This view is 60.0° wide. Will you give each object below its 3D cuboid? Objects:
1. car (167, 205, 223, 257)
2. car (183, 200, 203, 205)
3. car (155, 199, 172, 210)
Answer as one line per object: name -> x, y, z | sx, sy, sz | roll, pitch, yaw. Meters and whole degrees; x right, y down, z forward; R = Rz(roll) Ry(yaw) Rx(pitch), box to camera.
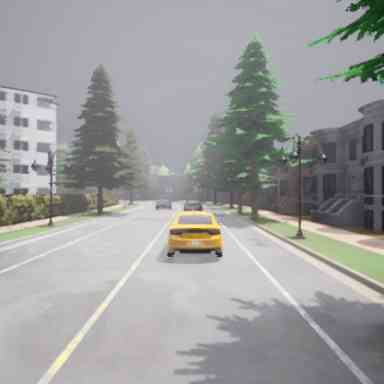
car -> 0.104, 1.491, 13.087 | 1.882, 1.535, 5.008 | 0, 0, 0
car -> 0.110, 1.527, 33.702 | 2.128, 1.511, 4.902 | 0, 0, 0
car -> -3.662, 1.610, 43.772 | 1.994, 1.385, 4.181 | 0, 0, -1
